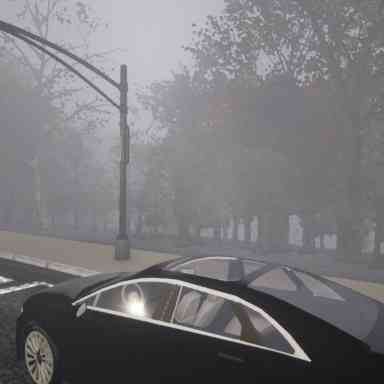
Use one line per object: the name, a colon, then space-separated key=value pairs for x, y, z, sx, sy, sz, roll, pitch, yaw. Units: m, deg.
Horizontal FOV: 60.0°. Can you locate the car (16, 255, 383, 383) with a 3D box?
car: x=-0.014 y=1.492 z=3.711 sx=4.902 sy=1.511 sz=2.128 roll=0 pitch=0 yaw=34
